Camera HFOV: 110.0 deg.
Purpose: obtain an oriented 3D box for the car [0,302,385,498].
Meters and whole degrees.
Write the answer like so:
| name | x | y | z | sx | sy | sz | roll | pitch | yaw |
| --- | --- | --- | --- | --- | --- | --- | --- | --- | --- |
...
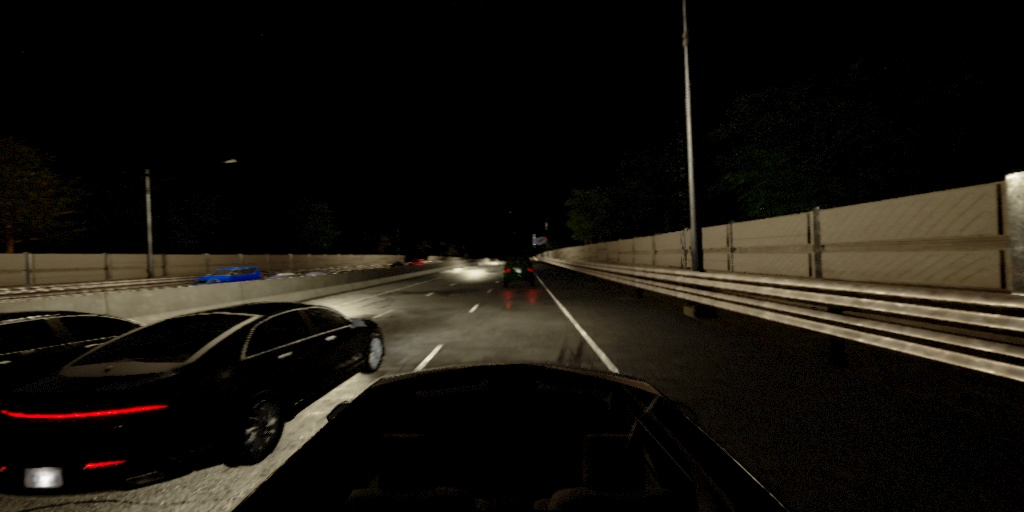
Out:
| name | x | y | z | sx | sy | sz | roll | pitch | yaw |
| --- | --- | --- | --- | --- | --- | --- | --- | --- | --- |
| car | -3.444 | 1.414 | 5.097 | 1.837 | 1.490 | 4.892 | -2 | 0 | 1 |

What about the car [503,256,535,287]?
| name | x | y | z | sx | sy | sz | roll | pitch | yaw |
| --- | --- | --- | --- | --- | --- | --- | --- | --- | --- |
| car | 0.506 | 1.053 | 26.355 | 2.150 | 2.045 | 5.566 | -2 | 0 | 2 |

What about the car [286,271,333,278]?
| name | x | y | z | sx | sy | sz | roll | pitch | yaw |
| --- | --- | --- | --- | --- | --- | --- | --- | --- | --- |
| car | -17.003 | 2.056 | 31.702 | 2.033 | 1.411 | 5.357 | -2 | 0 | 1 |

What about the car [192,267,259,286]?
| name | x | y | z | sx | sy | sz | roll | pitch | yaw |
| --- | --- | --- | --- | --- | --- | --- | --- | --- | --- |
| car | -24.036 | 2.008 | 30.581 | 2.150 | 2.045 | 5.566 | -2 | 0 | 2 |

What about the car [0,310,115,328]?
| name | x | y | z | sx | sy | sz | roll | pitch | yaw |
| --- | --- | --- | --- | --- | --- | --- | --- | --- | --- |
| car | -6.940 | 1.551 | 5.209 | 1.837 | 1.490 | 4.892 | -2 | 0 | 1 |

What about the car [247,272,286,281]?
| name | x | y | z | sx | sy | sz | roll | pitch | yaw |
| --- | --- | --- | --- | --- | --- | --- | --- | --- | --- |
| car | -20.496 | 2.246 | 31.790 | 1.895 | 1.301 | 4.718 | -2 | 0 | 2 |
